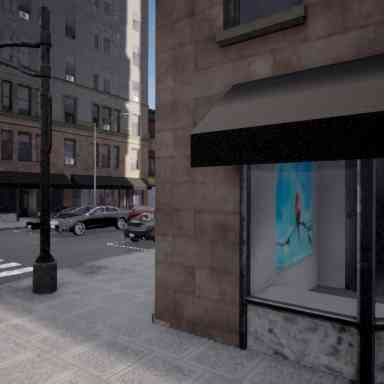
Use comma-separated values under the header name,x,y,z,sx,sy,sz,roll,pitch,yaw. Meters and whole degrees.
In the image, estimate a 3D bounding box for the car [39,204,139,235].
name,x,y,z,sx,sy,sz,roll,pitch,yaw
car,-5.680,1.497,18.953,2.128,1.511,4.902,0,0,35

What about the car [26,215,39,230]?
name,x,y,z,sx,sy,sz,roll,pitch,yaw
car,-7.809,1.563,20.337,1.947,1.339,4.313,0,0,35

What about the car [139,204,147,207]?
name,x,y,z,sx,sy,sz,roll,pitch,yaw
car,-4.520,1.583,24.970,1.802,1.307,4.206,0,0,35

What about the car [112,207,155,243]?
name,x,y,z,sx,sy,sz,roll,pitch,yaw
car,-1.266,1.573,15.691,2.008,1.369,4.403,0,0,35
